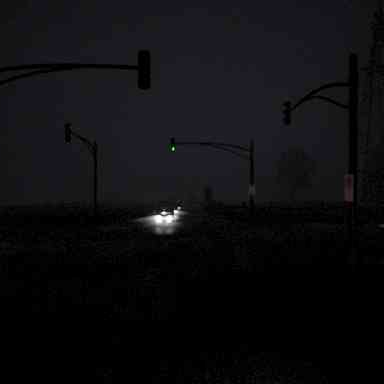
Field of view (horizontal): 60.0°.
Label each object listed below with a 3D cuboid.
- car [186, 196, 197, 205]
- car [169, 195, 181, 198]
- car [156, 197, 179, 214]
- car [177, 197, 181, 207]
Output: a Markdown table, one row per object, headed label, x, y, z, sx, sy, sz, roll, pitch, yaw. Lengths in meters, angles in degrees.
| label | x | y | z | sx | sy | sz | roll | pitch | yaw |
| --- | --- | --- | --- | --- | --- | --- | --- | --- | --- |
| car | -0.131 | 1.674 | 68.032 | 2.097 | 1.767 | 4.553 | 0 | 0 | 0 |
| car | -3.018 | 1.492 | 57.605 | 2.150 | 2.045 | 5.566 | 0 | 0 | 0 |
| car | -2.934 | 1.665 | 37.437 | 2.128 | 1.511 | 4.902 | 0 | 0 | 0 |
| car | -2.979 | 1.821 | 47.252 | 1.895 | 1.301 | 4.718 | 0 | 0 | 0 |
